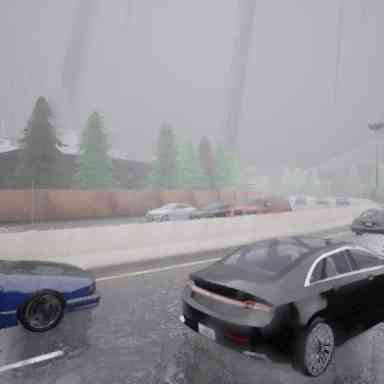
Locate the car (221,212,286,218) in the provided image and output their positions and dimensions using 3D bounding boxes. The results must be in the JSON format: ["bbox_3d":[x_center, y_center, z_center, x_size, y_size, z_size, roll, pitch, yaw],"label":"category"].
[{"bbox_3d":[4.638,1.278,22.306,2.150,2.045,5.566,0,0,44],"label":"car"}]

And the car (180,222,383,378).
[{"bbox_3d":[2.079,1.505,5.604,4.902,1.511,2.128,0,0,-39],"label":"car"}]

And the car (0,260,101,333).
[{"bbox_3d":[-4.250,1.572,5.095,5.357,1.411,2.033,0,0,-36],"label":"car"}]

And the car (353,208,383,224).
[{"bbox_3d":[10.168,1.579,17.656,2.033,1.411,5.357,0,0,44],"label":"car"}]

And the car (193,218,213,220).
[{"bbox_3d":[1.874,1.574,24.512,1.837,1.490,4.892,0,0,44],"label":"car"}]
